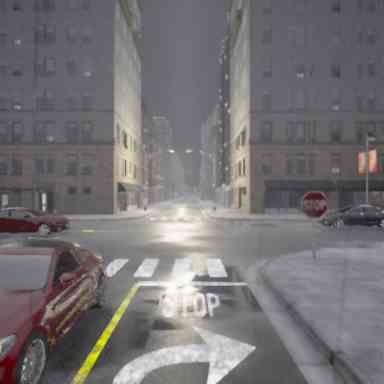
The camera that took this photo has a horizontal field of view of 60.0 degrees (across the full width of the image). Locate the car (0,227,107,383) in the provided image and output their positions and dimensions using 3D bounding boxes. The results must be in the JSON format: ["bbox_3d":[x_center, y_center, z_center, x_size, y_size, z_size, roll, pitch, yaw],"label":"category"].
[{"bbox_3d":[-2.668,1.562,5.288,1.812,1.442,4.674,0,0,0],"label":"car"}]

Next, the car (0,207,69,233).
[{"bbox_3d":[-9.490,1.618,18.664,5.008,1.535,1.882,0,0,0],"label":"car"}]

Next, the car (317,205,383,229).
[{"bbox_3d":[10.873,1.635,22.105,4.892,1.490,1.837,0,0,0],"label":"car"}]
